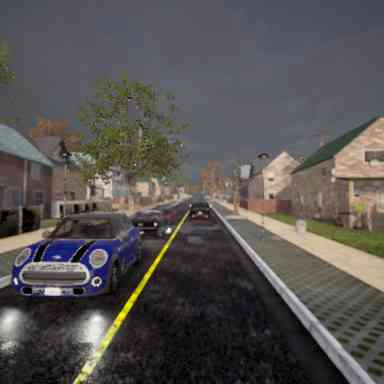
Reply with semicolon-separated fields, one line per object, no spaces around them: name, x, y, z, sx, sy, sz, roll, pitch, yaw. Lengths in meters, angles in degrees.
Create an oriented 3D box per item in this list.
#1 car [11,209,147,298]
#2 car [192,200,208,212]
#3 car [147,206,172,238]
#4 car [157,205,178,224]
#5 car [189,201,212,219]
car;-2.677;1.365;8.772;2.097;1.767;4.553;0;0;1
car;1.003;1.758;41.583;1.895;1.301;4.718;0;0;2
car;-2.436;1.653;18.340;1.895;1.301;4.718;0;0;1
car;-2.163;1.667;25.561;1.994;1.385;4.181;0;0;1
car;0.754;1.597;30.159;1.882;1.535;5.008;0;0;2
